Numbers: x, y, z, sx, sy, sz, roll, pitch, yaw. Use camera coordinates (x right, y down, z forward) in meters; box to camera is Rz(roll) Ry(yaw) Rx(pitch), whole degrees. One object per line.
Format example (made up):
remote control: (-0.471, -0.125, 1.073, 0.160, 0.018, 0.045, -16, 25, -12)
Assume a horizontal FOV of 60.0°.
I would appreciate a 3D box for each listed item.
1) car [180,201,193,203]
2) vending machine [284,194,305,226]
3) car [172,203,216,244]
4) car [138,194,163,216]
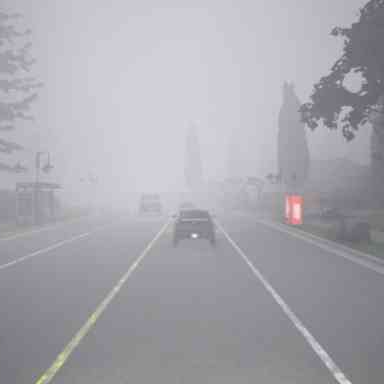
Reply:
car: (-0.593, 1.577, 33.693, 1.994, 1.385, 4.181, 0, 0, -8)
vending machine: (6.881, 1.203, 22.422, 1.100, 2.100, 0.880, 0, 0, 0)
car: (0.101, 1.510, 15.859, 1.837, 1.490, 4.892, 0, 0, 0)
car: (-4.199, 1.231, 33.599, 2.150, 2.045, 5.566, 0, 0, -10)
